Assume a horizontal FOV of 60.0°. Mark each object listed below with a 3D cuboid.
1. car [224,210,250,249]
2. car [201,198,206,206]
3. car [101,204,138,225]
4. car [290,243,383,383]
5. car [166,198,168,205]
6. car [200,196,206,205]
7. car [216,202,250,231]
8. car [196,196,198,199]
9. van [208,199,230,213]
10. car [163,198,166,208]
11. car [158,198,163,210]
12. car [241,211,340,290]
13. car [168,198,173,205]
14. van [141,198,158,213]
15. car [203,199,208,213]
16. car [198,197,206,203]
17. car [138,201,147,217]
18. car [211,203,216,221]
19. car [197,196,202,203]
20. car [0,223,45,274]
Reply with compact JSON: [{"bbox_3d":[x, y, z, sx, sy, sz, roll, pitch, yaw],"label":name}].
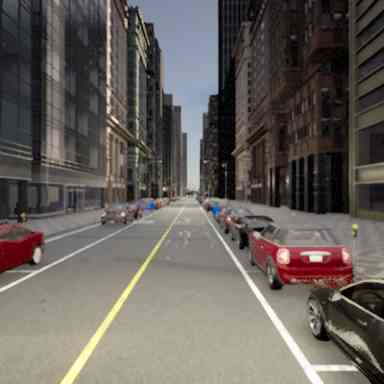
[{"bbox_3d":[2.758,1.692,14.945,1.947,1.339,4.313,0,0,0],"label":"car"},{"bbox_3d":[2.753,1.953,48.555,1.887,1.381,4.507,0,0,0],"label":"car"},{"bbox_3d":[-5.769,1.661,26.137,1.967,1.590,4.097,0,0,0],"label":"car"},{"bbox_3d":[2.760,1.598,3.742,1.947,1.339,4.313,0,0,0],"label":"car"},{"bbox_3d":[-5.774,2.028,59.579,1.752,1.417,4.829,0,0,0],"label":"car"},{"bbox_3d":[2.751,1.896,54.157,1.967,1.590,4.097,0,0,0],"label":"car"},{"bbox_3d":[2.757,1.613,20.547,1.967,1.590,4.097,0,0,0],"label":"car"},{"bbox_3d":[2.745,2.056,87.768,2.192,1.841,5.009,0,0,0],"label":"car"},{"bbox_3d":[2.755,1.608,31.751,1.690,1.788,3.998,0,0,0],"label":"van"},{"bbox_3d":[-5.773,2.002,54.146,1.887,1.381,4.507,0,0,0],"label":"car"},{"bbox_3d":[-5.772,1.955,48.545,1.887,1.381,4.507,0,0,0],"label":"car"},{"bbox_3d":[2.759,1.519,9.344,1.967,1.590,4.097,0,0,0],"label":"car"},{"bbox_3d":[-5.777,2.039,70.954,1.967,1.590,4.097,0,0,0],"label":"car"},{"bbox_3d":[-5.772,1.704,42.944,1.690,1.788,3.998,0,0,0],"label":"van"},{"bbox_3d":[2.754,1.906,42.952,1.887,1.381,4.507,0,0,0],"label":"car"},{"bbox_3d":[2.745,2.229,93.368,1.967,1.590,4.097,0,0,0],"label":"car"},{"bbox_3d":[-5.770,1.813,31.738,1.887,1.381,4.507,0,0,0],"label":"car"},{"bbox_3d":[2.757,1.802,26.148,1.802,1.307,4.206,0,0,0],"label":"car"},{"bbox_3d":[2.748,2.190,76.562,1.887,1.381,4.507,0,0,0],"label":"car"},{"bbox_3d":[-5.766,1.625,9.331,1.887,1.381,4.507,0,0,0],"label":"car"}]
